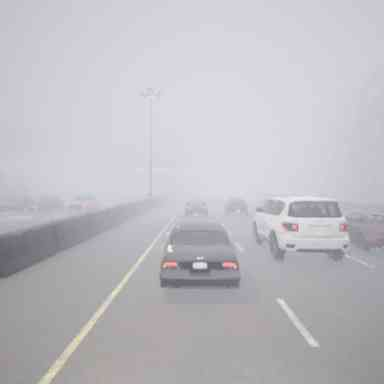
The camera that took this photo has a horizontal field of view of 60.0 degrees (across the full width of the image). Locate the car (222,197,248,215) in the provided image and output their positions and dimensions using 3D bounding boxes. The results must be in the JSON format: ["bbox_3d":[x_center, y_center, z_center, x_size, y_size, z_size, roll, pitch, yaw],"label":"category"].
[{"bbox_3d":[3.908,1.257,30.226,1.837,1.490,4.892,0,1,1],"label":"car"}]

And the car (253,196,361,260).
[{"bbox_3d":[3.718,1.167,12.302,2.150,2.045,5.566,0,0,1],"label":"car"}]

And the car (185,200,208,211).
[{"bbox_3d":[0.389,1.366,28.464,1.895,1.301,4.718,0,1,1],"label":"car"}]

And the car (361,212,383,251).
[{"bbox_3d":[7.233,1.509,13.758,1.994,1.385,4.181,0,0,1],"label":"car"}]

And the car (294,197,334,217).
[{"bbox_3d":[10.907,1.280,30.142,1.837,1.490,4.892,0,1,1],"label":"car"}]

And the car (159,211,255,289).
[{"bbox_3d":[0.183,1.504,9.155,2.033,1.411,5.357,0,0,1],"label":"car"}]

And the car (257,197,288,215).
[{"bbox_3d":[7.418,1.276,31.145,1.812,1.442,4.674,0,1,1],"label":"car"}]

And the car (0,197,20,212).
[{"bbox_3d":[-17.179,1.190,33.211,2.033,1.411,5.357,0,1,1],"label":"car"}]

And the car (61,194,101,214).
[{"bbox_3d":[-10.217,1.043,31.425,2.097,1.767,4.553,0,1,1],"label":"car"}]

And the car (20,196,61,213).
[{"bbox_3d":[-13.715,1.170,31.597,2.128,1.511,4.902,0,1,1],"label":"car"}]
